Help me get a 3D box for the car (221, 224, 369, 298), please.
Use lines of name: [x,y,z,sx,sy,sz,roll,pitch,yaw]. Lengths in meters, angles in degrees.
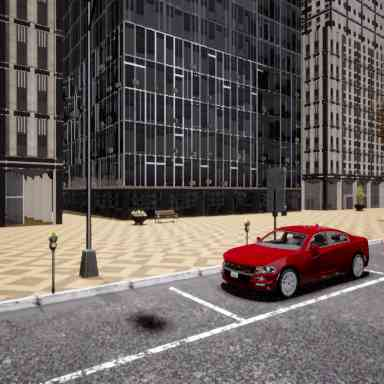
car: [2.749,1.545,8.502,4.507,1.381,1.887,0,0,-35]
